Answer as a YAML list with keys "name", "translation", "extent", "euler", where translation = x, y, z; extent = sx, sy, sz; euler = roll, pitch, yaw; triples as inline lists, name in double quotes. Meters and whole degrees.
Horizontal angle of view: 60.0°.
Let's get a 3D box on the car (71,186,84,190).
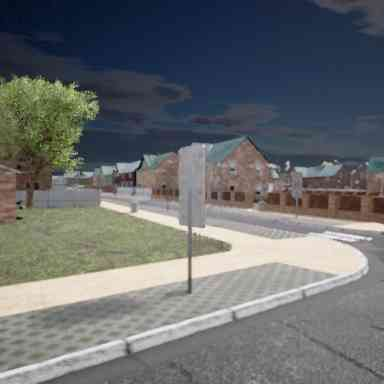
- name: "car"
  translation: [-28.756, -0.862, 84.607]
  extent: [2.097, 1.767, 4.553]
  euler: [0, 1, -27]
